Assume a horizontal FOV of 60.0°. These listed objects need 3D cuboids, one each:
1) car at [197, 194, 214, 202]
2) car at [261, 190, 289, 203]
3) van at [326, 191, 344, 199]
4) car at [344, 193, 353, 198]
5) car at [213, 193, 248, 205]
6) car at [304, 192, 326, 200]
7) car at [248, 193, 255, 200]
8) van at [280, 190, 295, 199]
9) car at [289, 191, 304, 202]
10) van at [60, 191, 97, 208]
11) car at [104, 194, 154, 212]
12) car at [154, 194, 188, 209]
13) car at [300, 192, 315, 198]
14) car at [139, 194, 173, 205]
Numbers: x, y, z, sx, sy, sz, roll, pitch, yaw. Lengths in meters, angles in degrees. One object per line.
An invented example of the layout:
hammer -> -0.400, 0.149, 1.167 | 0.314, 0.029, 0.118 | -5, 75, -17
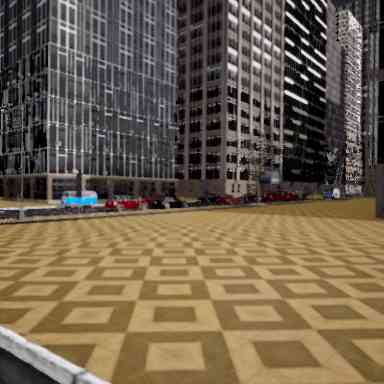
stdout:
car -> 2.680, 0.919, 53.754 | 1.947, 1.339, 4.313 | 2, 1, 41
car -> 12.717, 0.758, 52.443 | 2.192, 1.841, 5.009 | 2, 1, 41
van -> 31.566, 0.634, 73.746 | 1.690, 1.788, 3.998 | 2, 1, 41
car -> 35.332, 0.814, 78.011 | 2.008, 1.369, 4.403 | 2, 1, 41
car -> 5.174, 1.085, 43.927 | 1.802, 1.307, 4.206 | 2, 1, 41
car -> 24.136, 0.877, 65.355 | 1.752, 1.417, 4.829 | 2, 1, 41
car -> 10.220, 0.858, 62.275 | 1.947, 1.339, 4.313 | 2, 1, 41
van -> 21.533, 0.544, 75.053 | 1.690, 1.788, 3.998 | 2, 1, 41
car -> 16.487, 0.728, 56.703 | 2.192, 1.841, 5.009 | 2, 1, 41
van -> -12.485, 0.813, 36.790 | 1.690, 1.788, 3.998 | 2, 1, 41
car -> -6.041, 1.036, 31.064 | 1.967, 1.590, 4.097 | 2, 1, 41
car -> -2.316, 1.131, 35.363 | 1.947, 1.339, 4.313 | 2, 1, 41
car -> 29.070, 0.709, 83.579 | 1.947, 1.339, 4.313 | 2, 1, 41
car -> -4.865, 0.958, 45.240 | 1.887, 1.381, 4.507 | 2, 1, 41
